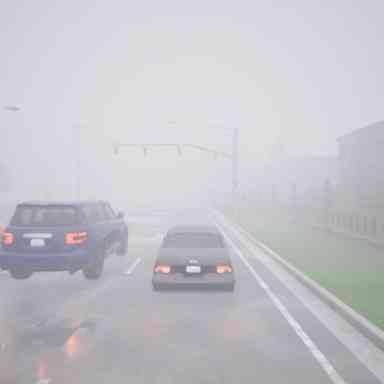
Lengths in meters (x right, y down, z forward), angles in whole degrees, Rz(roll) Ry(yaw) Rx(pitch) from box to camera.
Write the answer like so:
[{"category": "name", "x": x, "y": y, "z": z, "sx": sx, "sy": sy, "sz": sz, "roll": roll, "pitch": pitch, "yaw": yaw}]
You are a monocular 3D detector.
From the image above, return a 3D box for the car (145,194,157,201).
[{"category": "car", "x": -10.645, "y": 1.553, "z": 82.995, "sx": 1.812, "sy": 1.442, "sz": 4.674, "roll": 0, "pitch": 0, "yaw": 0}]

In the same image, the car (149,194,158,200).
[{"category": "car", "x": -10.663, "y": 1.350, "z": 92.998, "sx": 1.882, "sy": 1.535, "sz": 5.008, "roll": 0, "pitch": 0, "yaw": 0}]

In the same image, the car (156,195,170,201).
[{"category": "car", "x": -7.145, "y": 1.623, "z": 83.031, "sx": 1.895, "sy": 1.301, "sz": 4.718, "roll": 0, "pitch": 0, "yaw": 0}]

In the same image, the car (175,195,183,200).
[{"category": "car", "x": -3.663, "y": 1.468, "z": 93.040, "sx": 1.895, "sy": 1.301, "sz": 4.718, "roll": 0, "pitch": 0, "yaw": 0}]

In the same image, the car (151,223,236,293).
[{"category": "car", "x": 0.042, "y": 1.551, "z": 8.980, "sx": 2.033, "sy": 1.411, "sz": 5.357, "roll": 0, "pitch": 0, "yaw": 0}]

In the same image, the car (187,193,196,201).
[{"category": "car", "x": -0.144, "y": 1.252, "z": 82.627, "sx": 2.150, "sy": 2.045, "sz": 5.566, "roll": 0, "pitch": 0, "yaw": 0}]

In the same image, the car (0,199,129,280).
[{"category": "car", "x": -3.451, "y": 1.226, "z": 10.135, "sx": 2.150, "sy": 2.045, "sz": 5.566, "roll": 0, "pitch": 0, "yaw": 0}]

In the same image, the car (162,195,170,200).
[{"category": "car", "x": -7.163, "y": 1.425, "z": 93.004, "sx": 1.994, "sy": 1.385, "sz": 4.181, "roll": 0, "pitch": 0, "yaw": 0}]

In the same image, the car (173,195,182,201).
[{"category": "car", "x": -3.644, "y": 1.505, "z": 82.590, "sx": 1.882, "sy": 1.535, "sz": 5.008, "roll": 0, "pitch": 0, "yaw": 0}]
